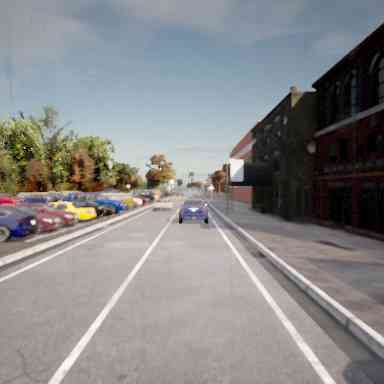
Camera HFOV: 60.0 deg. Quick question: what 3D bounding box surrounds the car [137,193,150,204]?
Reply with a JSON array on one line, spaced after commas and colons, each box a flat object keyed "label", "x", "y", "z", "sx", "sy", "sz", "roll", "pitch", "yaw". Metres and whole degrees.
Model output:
[{"label": "car", "x": -9.188, "y": 1.246, "z": 48.832, "sx": 5.008, "sy": 1.535, "sz": 2.097, "roll": 0, "pitch": 1, "yaw": 0}]

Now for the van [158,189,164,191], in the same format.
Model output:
[{"label": "van", "x": -9.154, "y": 0.567, "z": 74.255, "sx": 4.442, "sy": 1.987, "sz": 1.878, "roll": 0, "pitch": 1, "yaw": 0}]

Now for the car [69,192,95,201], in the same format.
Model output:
[{"label": "car", "x": -21.689, "y": 0.821, "z": 65.665, "sx": 4.553, "sy": 1.767, "sz": 2.185, "roll": 0, "pitch": 1, "yaw": 0}]

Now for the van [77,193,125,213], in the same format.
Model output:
[{"label": "van", "x": -9.396, "y": 1.147, "z": 34.683, "sx": 4.442, "sy": 1.987, "sz": 1.878, "roll": 0, "pitch": 0, "yaw": 0}]

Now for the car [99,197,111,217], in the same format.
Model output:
[{"label": "car", "x": -9.327, "y": 1.375, "z": 26.207, "sx": 5.008, "sy": 1.535, "sz": 2.097, "roll": 0, "pitch": 0, "yaw": 0}]

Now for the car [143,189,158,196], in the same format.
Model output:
[{"label": "car", "x": -9.170, "y": 0.844, "z": 57.303, "sx": 5.566, "sy": 2.045, "sz": 2.435, "roll": 0, "pitch": 1, "yaw": 0}]

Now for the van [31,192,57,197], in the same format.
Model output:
[{"label": "van", "x": -21.664, "y": 1.071, "z": 46.024, "sx": 4.442, "sy": 1.987, "sz": 1.878, "roll": 0, "pitch": 1, "yaw": 0}]

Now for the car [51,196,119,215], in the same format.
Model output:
[{"label": "car", "x": -9.320, "y": 1.374, "z": 29.031, "sx": 5.008, "sy": 1.535, "sz": 2.097, "roll": 0, "pitch": 0, "yaw": 0}]

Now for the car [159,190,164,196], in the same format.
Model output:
[{"label": "car", "x": -8.904, "y": 0.941, "z": 65.782, "sx": 5.366, "sy": 1.575, "sz": 1.946, "roll": 0, "pitch": 1, "yaw": 0}]

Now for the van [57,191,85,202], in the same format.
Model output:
[{"label": "van", "x": -21.808, "y": 0.819, "z": 60.144, "sx": 4.442, "sy": 1.987, "sz": 1.878, "roll": 0, "pitch": 1, "yaw": 0}]

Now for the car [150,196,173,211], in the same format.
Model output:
[{"label": "car", "x": -3.280, "y": 1.472, "z": 38.049, "sx": 1.895, "sy": 1.301, "sz": 4.718, "roll": 0, "pitch": 0, "yaw": 0}]

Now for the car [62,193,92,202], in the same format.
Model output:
[{"label": "car", "x": -21.681, "y": 0.997, "z": 62.844, "sx": 5.008, "sy": 1.535, "sz": 2.097, "roll": 0, "pitch": 1, "yaw": 0}]

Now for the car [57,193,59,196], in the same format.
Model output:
[{"label": "car", "x": -21.796, "y": 1.276, "z": 48.855, "sx": 4.792, "sy": 1.488, "sz": 2.163, "roll": 0, "pitch": 1, "yaw": 0}]

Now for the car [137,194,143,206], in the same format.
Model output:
[{"label": "car", "x": -9.230, "y": 1.383, "z": 43.173, "sx": 4.674, "sy": 1.452, "sz": 2.002, "roll": 0, "pitch": 1, "yaw": 0}]

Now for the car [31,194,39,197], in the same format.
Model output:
[{"label": "car", "x": -21.816, "y": 1.367, "z": 40.249, "sx": 5.008, "sy": 1.535, "sz": 2.097, "roll": 0, "pitch": 0, "yaw": 0}]

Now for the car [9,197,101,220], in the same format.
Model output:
[{"label": "car", "x": -9.534, "y": 1.372, "z": 23.381, "sx": 5.366, "sy": 1.575, "sz": 1.946, "roll": 0, "pitch": 0, "yaw": 0}]

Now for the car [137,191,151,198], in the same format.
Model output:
[{"label": "car", "x": -9.207, "y": 1.071, "z": 51.655, "sx": 4.553, "sy": 1.767, "sz": 2.185, "roll": 0, "pitch": 1, "yaw": 0}]

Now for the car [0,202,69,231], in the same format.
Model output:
[{"label": "car", "x": -9.386, "y": 1.417, "z": 17.729, "sx": 4.674, "sy": 1.452, "sz": 2.002, "roll": 0, "pitch": 0, "yaw": 0}]

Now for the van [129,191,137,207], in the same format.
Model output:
[{"label": "van", "x": -9.362, "y": 1.142, "z": 40.214, "sx": 4.442, "sy": 1.987, "sz": 1.878, "roll": 0, "pitch": 0, "yaw": 0}]

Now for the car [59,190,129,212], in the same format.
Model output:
[{"label": "car", "x": -9.269, "y": 1.122, "z": 31.857, "sx": 5.566, "sy": 2.045, "sz": 2.435, "roll": 0, "pitch": 0, "yaw": 0}]

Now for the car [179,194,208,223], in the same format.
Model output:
[{"label": "car", "x": 0.117, "y": 1.294, "z": 25.314, "sx": 2.097, "sy": 1.767, "sz": 4.553, "roll": 0, "pitch": 0, "yaw": 0}]

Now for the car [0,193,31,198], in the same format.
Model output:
[{"label": "car", "x": -21.811, "y": 1.120, "z": 37.413, "sx": 5.566, "sy": 2.045, "sz": 2.435, "roll": 0, "pitch": 0, "yaw": 0}]

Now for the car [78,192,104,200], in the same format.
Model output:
[{"label": "car", "x": -21.628, "y": 0.846, "z": 71.313, "sx": 5.008, "sy": 1.535, "sz": 2.097, "roll": 0, "pitch": 1, "yaw": 0}]

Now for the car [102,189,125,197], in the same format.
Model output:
[{"label": "car", "x": -21.480, "y": 0.236, "z": 91.071, "sx": 5.566, "sy": 2.045, "sz": 2.435, "roll": 0, "pitch": 1, "yaw": 0}]

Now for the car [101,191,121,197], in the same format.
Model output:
[{"label": "car", "x": -21.530, "y": 0.539, "z": 88.377, "sx": 4.892, "sy": 1.521, "sz": 2.231, "roll": 0, "pitch": 1, "yaw": 0}]

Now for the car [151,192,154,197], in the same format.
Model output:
[{"label": "car", "x": -9.161, "y": 1.186, "z": 54.483, "sx": 4.674, "sy": 1.452, "sz": 2.002, "roll": 0, "pitch": 1, "yaw": 0}]

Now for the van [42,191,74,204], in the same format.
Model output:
[{"label": "van", "x": -21.846, "y": 0.920, "z": 54.495, "sx": 4.442, "sy": 1.987, "sz": 1.878, "roll": 0, "pitch": 1, "yaw": 0}]

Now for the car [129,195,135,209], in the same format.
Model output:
[{"label": "car", "x": -9.265, "y": 1.412, "z": 37.508, "sx": 4.674, "sy": 1.452, "sz": 2.002, "roll": 0, "pitch": 0, "yaw": 0}]

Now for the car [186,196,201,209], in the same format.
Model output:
[{"label": "car", "x": 0.191, "y": 1.332, "z": 42.888, "sx": 1.837, "sy": 1.490, "sz": 4.892, "roll": 0, "pitch": 1, "yaw": 0}]

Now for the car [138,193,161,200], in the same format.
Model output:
[{"label": "car", "x": -9.052, "y": 0.883, "z": 71.434, "sx": 4.674, "sy": 1.452, "sz": 2.002, "roll": 0, "pitch": 1, "yaw": 0}]

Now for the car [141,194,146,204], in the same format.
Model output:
[{"label": "car", "x": -9.208, "y": 1.337, "z": 46.007, "sx": 4.674, "sy": 1.452, "sz": 2.002, "roll": 0, "pitch": 1, "yaw": 0}]

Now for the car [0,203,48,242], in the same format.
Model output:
[{"label": "car", "x": -9.430, "y": 1.407, "z": 14.902, "sx": 4.792, "sy": 1.488, "sz": 2.163, "roll": 0, "pitch": 0, "yaw": 0}]

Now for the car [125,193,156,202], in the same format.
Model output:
[{"label": "car", "x": -9.309, "y": 1.042, "z": 60.134, "sx": 5.366, "sy": 1.575, "sz": 1.946, "roll": 0, "pitch": 1, "yaw": 0}]

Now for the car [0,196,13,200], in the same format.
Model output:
[{"label": "car", "x": -21.827, "y": 1.402, "z": 34.590, "sx": 4.792, "sy": 1.488, "sz": 2.163, "roll": 0, "pitch": 0, "yaw": 0}]

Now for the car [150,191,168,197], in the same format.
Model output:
[{"label": "car", "x": -8.931, "y": 0.524, "z": 91.212, "sx": 4.674, "sy": 1.452, "sz": 2.002, "roll": 0, "pitch": 1, "yaw": 0}]

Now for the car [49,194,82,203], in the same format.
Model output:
[{"label": "car", "x": -21.717, "y": 1.097, "z": 57.323, "sx": 4.892, "sy": 1.521, "sz": 2.231, "roll": 0, "pitch": 1, "yaw": 0}]

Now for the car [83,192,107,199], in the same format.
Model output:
[{"label": "car", "x": -21.635, "y": 0.823, "z": 74.261, "sx": 4.792, "sy": 1.488, "sz": 2.163, "roll": 0, "pitch": 1, "yaw": 0}]

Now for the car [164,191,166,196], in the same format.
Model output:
[{"label": "car", "x": -8.991, "y": 0.772, "z": 77.084, "sx": 4.792, "sy": 1.488, "sz": 2.163, "roll": 0, "pitch": 1, "yaw": 0}]

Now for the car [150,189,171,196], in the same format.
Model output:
[{"label": "car", "x": -8.888, "y": 0.178, "z": 94.031, "sx": 5.566, "sy": 2.045, "sz": 2.435, "roll": 0, "pitch": 1, "yaw": 0}]

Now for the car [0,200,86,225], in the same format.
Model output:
[{"label": "car", "x": -9.369, "y": 1.416, "z": 20.555, "sx": 4.674, "sy": 1.452, "sz": 2.002, "roll": 0, "pitch": 0, "yaw": 0}]
